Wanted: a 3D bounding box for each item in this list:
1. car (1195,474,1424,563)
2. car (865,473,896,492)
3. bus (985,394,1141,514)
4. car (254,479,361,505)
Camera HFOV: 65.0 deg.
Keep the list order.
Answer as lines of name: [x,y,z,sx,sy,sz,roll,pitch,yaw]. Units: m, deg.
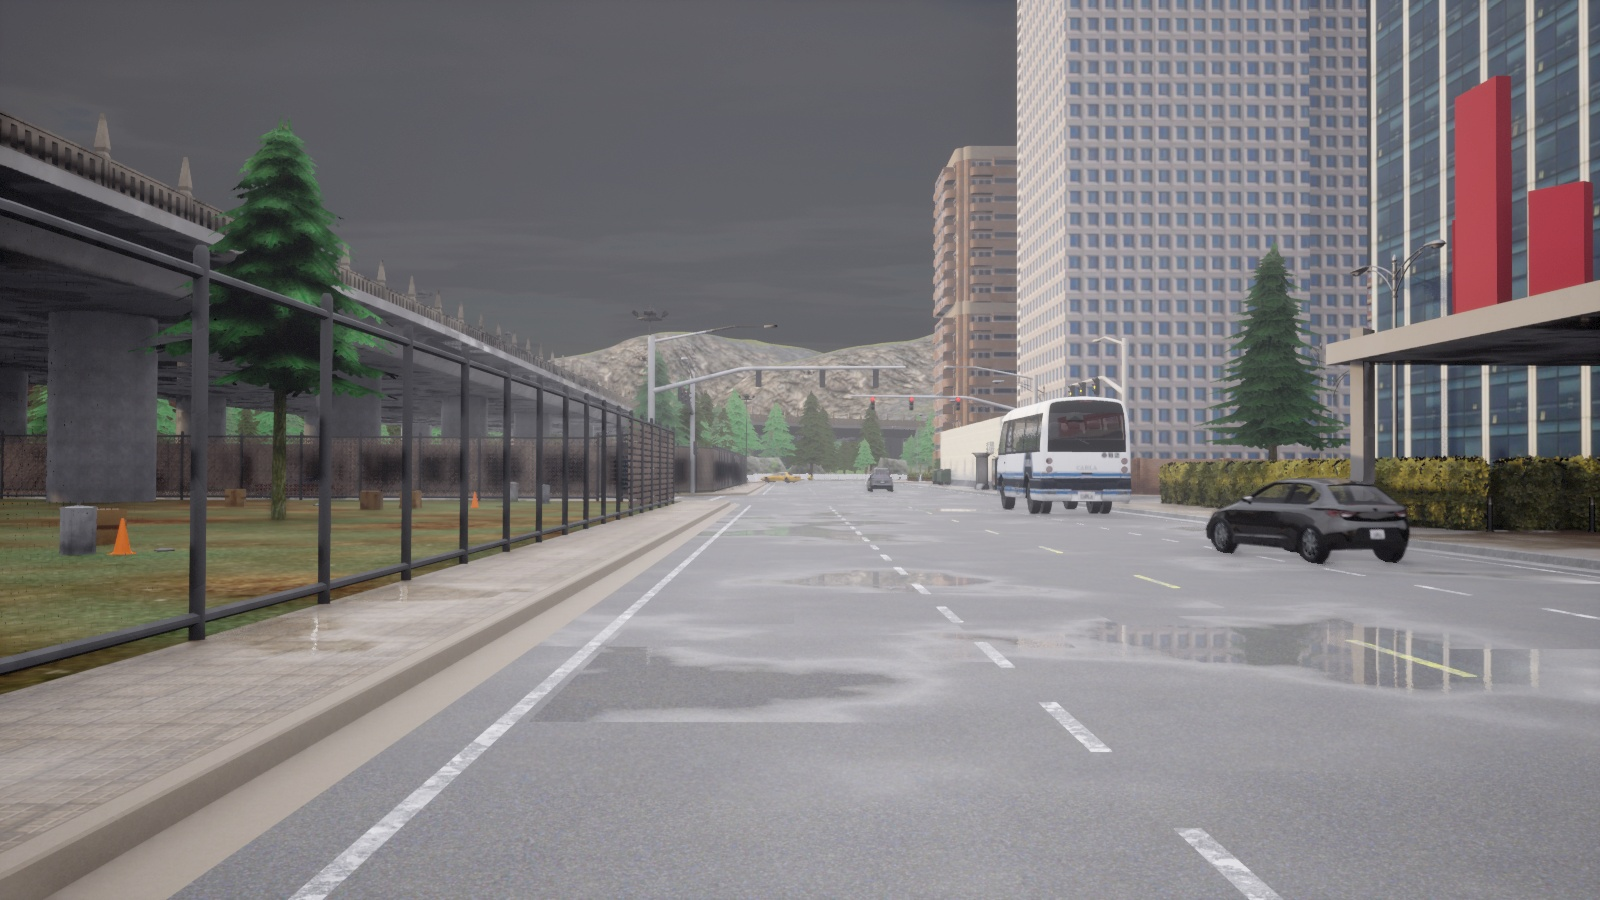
car: [9.265,1.180,23.234,1.816,1.474,4.193,0,-1,-13]
car: [6.215,2.469,97.426,2.033,1.411,5.357,0,-1,0]
bus: [10.096,0.232,49.782,3.944,4.253,10.273,0,-1,0]
car: [-25.205,2.149,64.352,4.718,1.301,1.895,0,-1,-1]
